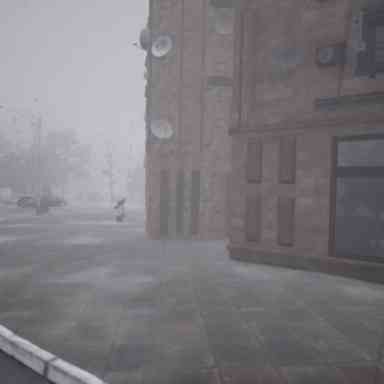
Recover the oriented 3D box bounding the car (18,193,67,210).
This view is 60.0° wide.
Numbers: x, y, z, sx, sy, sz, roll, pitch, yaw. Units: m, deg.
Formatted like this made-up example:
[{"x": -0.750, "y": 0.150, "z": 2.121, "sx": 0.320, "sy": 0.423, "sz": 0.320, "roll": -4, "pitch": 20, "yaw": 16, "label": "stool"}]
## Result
[{"x": -13.889, "y": 0.864, "z": 31.235, "sx": 2.128, "sy": 1.511, "sz": 4.902, "roll": 1, "pitch": 1, "yaw": 20, "label": "car"}]
